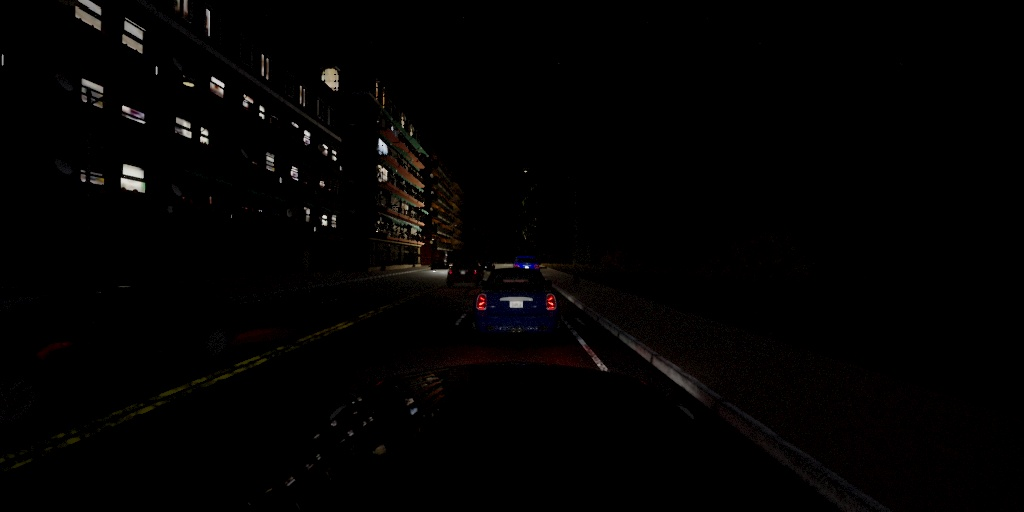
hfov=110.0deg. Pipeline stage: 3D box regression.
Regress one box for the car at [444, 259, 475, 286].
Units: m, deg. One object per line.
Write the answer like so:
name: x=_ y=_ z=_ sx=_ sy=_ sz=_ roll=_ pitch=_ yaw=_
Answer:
car: x=-3.141 y=1.104 z=25.116 sx=2.097 sy=1.767 sz=4.553 roll=0 pitch=0 yaw=0

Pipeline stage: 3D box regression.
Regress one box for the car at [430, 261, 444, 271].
car: x=-9.824 y=1.317 z=49.104 sx=1.994 sy=1.385 sz=4.181 roll=0 pitch=0 yaw=0

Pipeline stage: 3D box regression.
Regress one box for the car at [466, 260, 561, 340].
car: x=0.103 y=1.104 z=10.162 sx=2.097 sy=1.767 sz=4.553 roll=0 pitch=0 yaw=0

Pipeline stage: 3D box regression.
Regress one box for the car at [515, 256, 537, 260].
car: x=1.151 y=0.979 z=30.115 sx=2.150 sy=2.045 sz=5.566 roll=0 pitch=0 yaw=0

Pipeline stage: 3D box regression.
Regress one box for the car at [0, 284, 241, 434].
car: x=-6.599 y=1.255 z=5.498 sx=1.837 sy=1.490 sz=4.892 roll=0 pitch=0 yaw=0

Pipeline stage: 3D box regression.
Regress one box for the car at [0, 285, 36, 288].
car: x=-9.849 y=1.298 z=6.984 sx=2.033 sy=1.411 sz=5.357 roll=0 pitch=0 yaw=0

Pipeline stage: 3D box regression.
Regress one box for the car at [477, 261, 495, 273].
car: x=-3.122 y=1.316 z=44.439 sx=1.994 sy=1.385 sz=4.181 roll=0 pitch=0 yaw=-1
